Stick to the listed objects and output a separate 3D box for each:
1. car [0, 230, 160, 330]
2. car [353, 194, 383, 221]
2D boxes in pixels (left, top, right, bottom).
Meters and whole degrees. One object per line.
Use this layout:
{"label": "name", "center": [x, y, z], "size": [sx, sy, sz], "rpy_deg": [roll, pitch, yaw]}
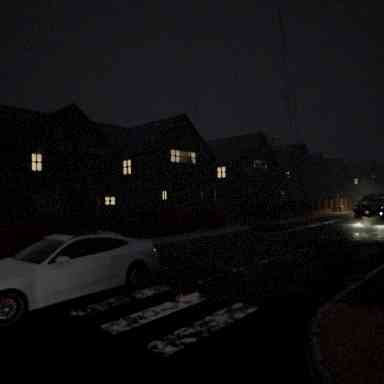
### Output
{"label": "car", "center": [-2.780, 1.637, 7.401], "size": [1.812, 1.442, 4.674], "rpy_deg": [-2, 0, 42]}
{"label": "car", "center": [14.943, 1.164, 26.970], "size": [2.150, 2.045, 5.566], "rpy_deg": [-2, -1, 42]}
